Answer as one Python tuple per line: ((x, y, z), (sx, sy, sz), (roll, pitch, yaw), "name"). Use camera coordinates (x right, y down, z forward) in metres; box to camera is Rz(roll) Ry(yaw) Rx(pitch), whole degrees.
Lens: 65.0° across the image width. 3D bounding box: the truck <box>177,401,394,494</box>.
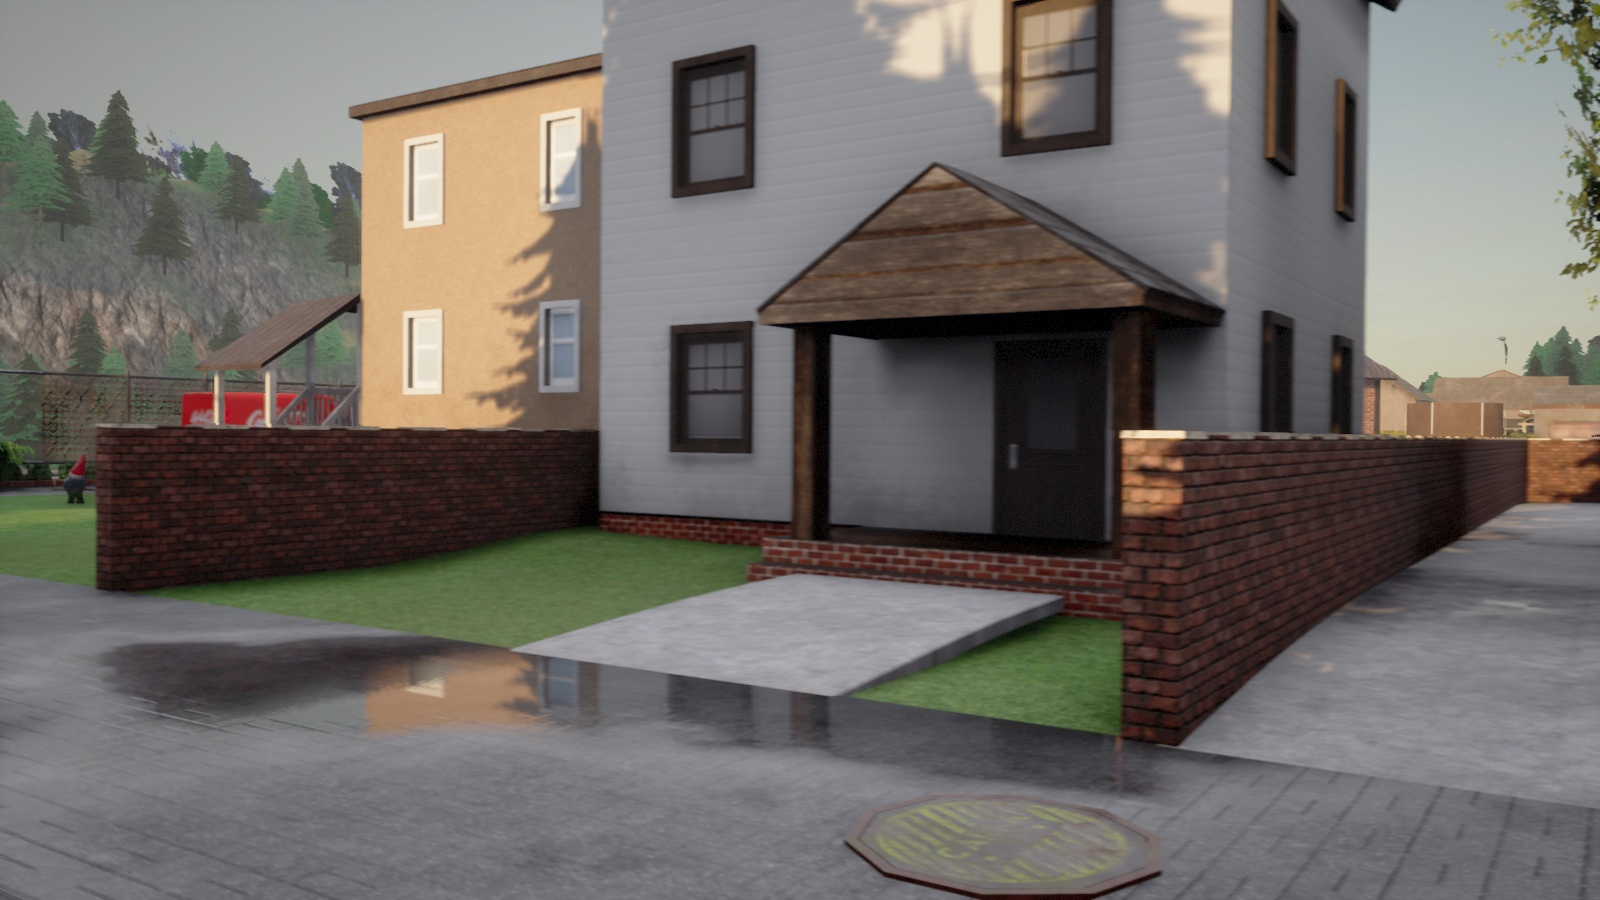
((-14.739, -0.117, 36.275), (2.627, 2.467, 5.204), (0, 1, 34), "truck")
